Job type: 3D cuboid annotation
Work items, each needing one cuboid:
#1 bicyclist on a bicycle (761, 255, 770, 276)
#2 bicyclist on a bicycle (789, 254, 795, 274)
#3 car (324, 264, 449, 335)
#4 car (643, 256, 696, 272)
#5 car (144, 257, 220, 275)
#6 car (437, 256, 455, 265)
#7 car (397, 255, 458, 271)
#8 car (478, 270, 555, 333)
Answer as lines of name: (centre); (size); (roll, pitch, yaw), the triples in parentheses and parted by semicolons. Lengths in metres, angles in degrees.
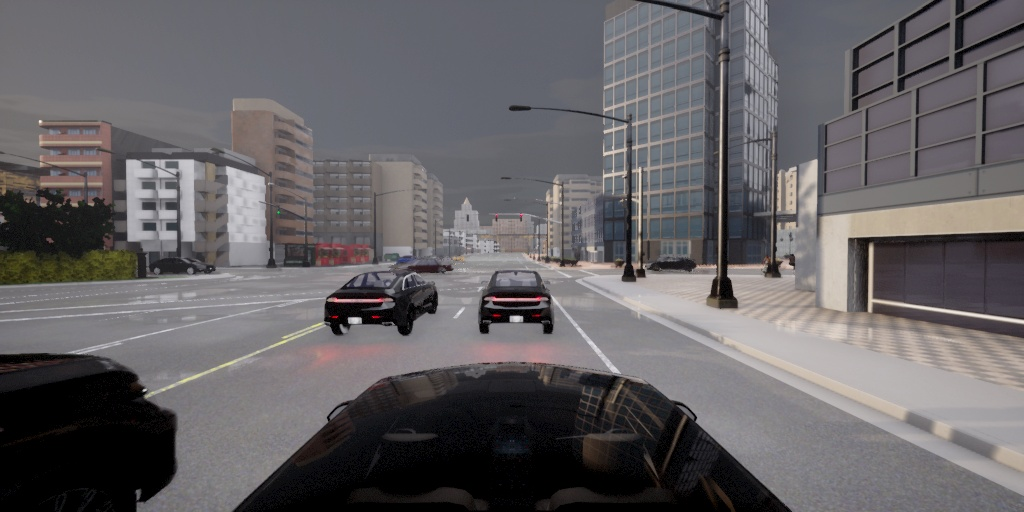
bicyclist on a bicycle: (19.195, 0.718, 26.861); (1.656, 1.620, 0.582); (-1, 1, -23)
bicyclist on a bicycle: (21.102, 0.632, 26.644); (1.656, 1.620, 0.582); (-23, -5, -27)
car: (-3.390, 1.154, 10.175); (2.128, 1.511, 4.902); (0, 1, 0)
car: (15.115, 0.773, 34.563); (4.902, 1.511, 2.128); (0, 1, 1)
car: (-28.710, 0.859, 31.295); (4.892, 1.490, 1.837); (0, 1, 1)
car: (-10.492, 0.714, 57.332); (1.895, 1.301, 4.718); (0, 0, 1)
car: (-7.583, 0.921, 30.249); (5.357, 1.411, 2.033); (-1, 1, -41)
car: (0.113, 1.153, 10.369); (2.128, 1.511, 4.902); (0, 1, 0)
